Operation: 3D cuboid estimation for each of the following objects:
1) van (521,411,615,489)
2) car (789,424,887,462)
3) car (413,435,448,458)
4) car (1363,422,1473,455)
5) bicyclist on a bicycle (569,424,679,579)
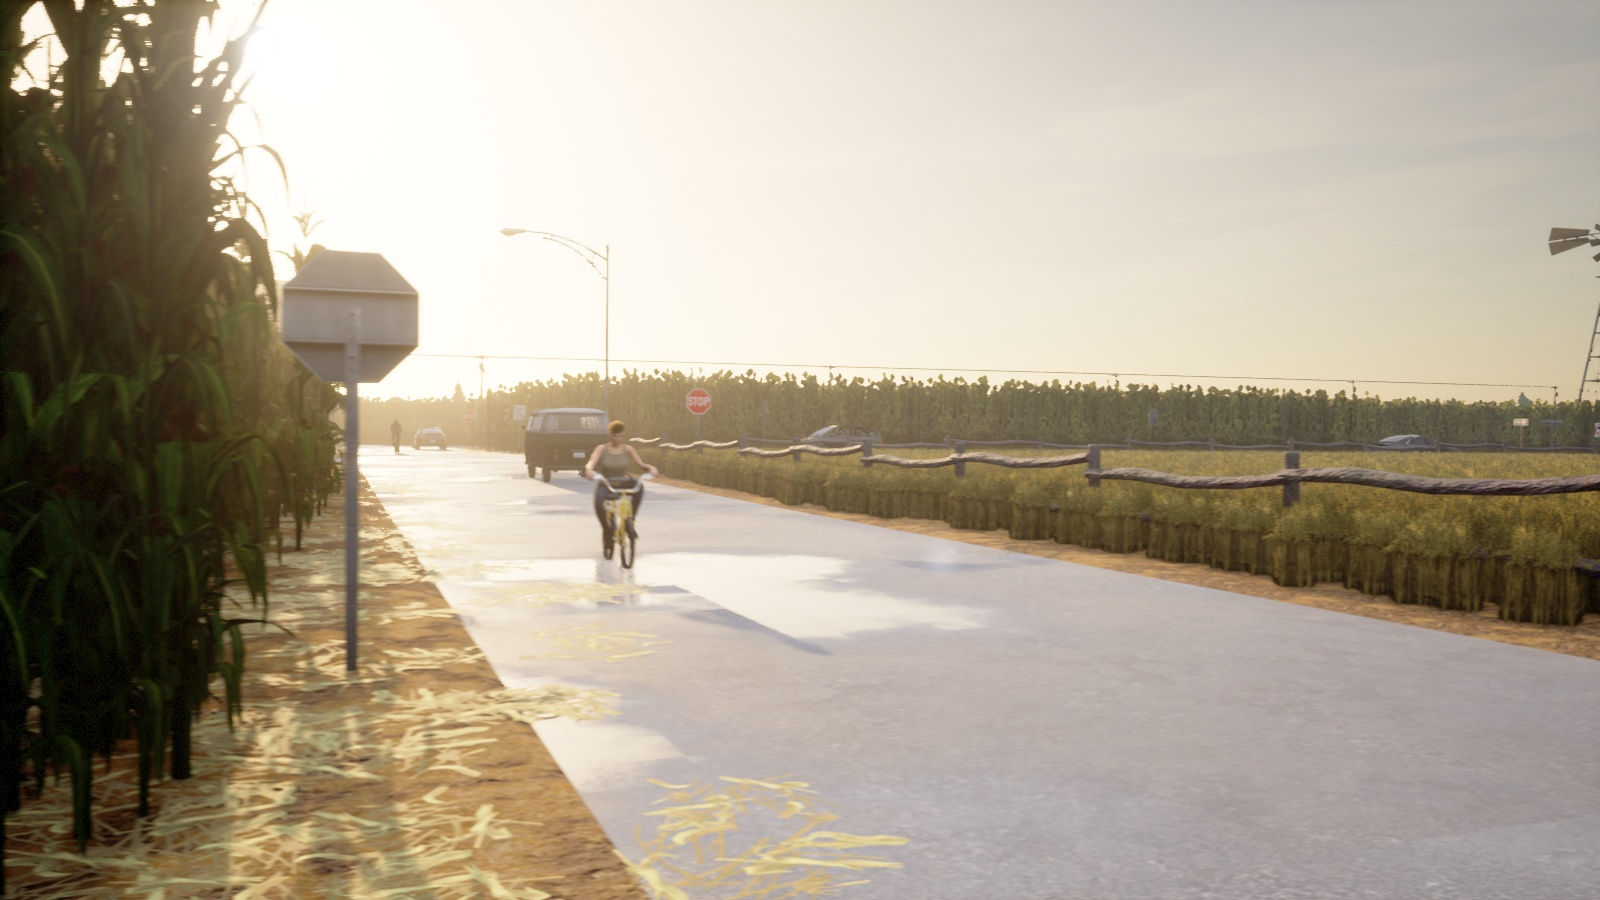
[{"bbox_3d":[-6.461,-0.034,34.641,1.775,1.987,4.442,-1,1,-21],"label":"van"},{"bbox_3d":[1.606,-0.294,52.693,3.705,1.549,1.789,0,1,-21],"label":"car"},{"bbox_3d":[-23.580,-0.240,80.052,1.812,1.442,4.674,-1,1,-21],"label":"car"},{"bbox_3d":[29.401,-0.567,59.729,4.892,1.490,1.837,-1,1,-20],"label":"car"},{"bbox_3d":[-1.985,0.523,13.994,0.866,1.612,1.509,-1,1,-21],"label":"bicyclist on a bicycle"}]
